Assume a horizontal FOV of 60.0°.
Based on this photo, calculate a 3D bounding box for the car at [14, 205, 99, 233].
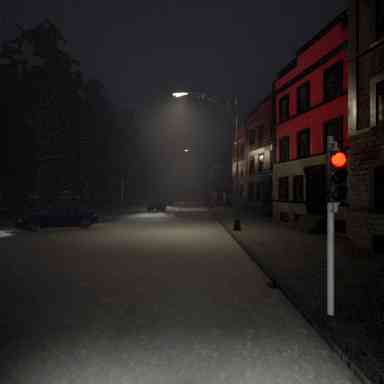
[{"bbox_3d":[-7.950,1.526,19.856,4.674,1.442,1.812,0,1,-31],"label":"car"}]

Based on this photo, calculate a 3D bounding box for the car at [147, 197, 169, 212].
[{"bbox_3d":[-4.056,1.601,38.731,1.895,1.301,4.718,0,0,0],"label":"car"}]

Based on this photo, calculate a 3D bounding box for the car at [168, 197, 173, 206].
[{"bbox_3d":[-4.030,1.491,52.858,2.128,1.511,4.902,0,0,0],"label":"car"}]
